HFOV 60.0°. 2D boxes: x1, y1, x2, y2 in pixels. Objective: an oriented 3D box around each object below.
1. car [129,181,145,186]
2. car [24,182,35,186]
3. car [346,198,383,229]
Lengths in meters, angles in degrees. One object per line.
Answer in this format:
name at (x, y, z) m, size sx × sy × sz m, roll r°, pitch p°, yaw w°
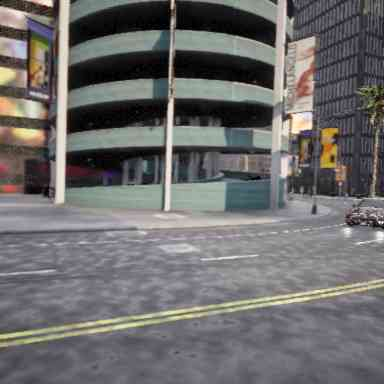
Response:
car at (-10.475, -1.068, 63.626) m, size 2.435 × 2.045 × 5.566 m, roll 1°, pitch 2°, yaw -25°
car at (-26.849, -0.962, 54.968) m, size 1.895 × 1.301 × 4.718 m, roll 1°, pitch 2°, yaw -25°
car at (10.985, 1.170, 20.082) m, size 2.097 × 1.767 × 4.553 m, roll 3°, pitch 2°, yaw 41°
